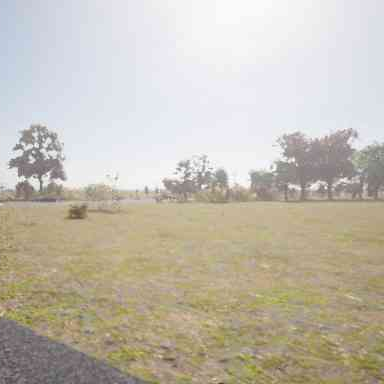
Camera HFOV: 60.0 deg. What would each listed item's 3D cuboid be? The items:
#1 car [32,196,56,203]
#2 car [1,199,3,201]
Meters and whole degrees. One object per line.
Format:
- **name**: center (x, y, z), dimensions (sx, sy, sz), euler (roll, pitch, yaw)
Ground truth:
- **car**: center (-32.134, 1.603, 72.245), dimensions (1.882, 1.535, 5.008), euler (0, 0, 34)
- **car**: center (-38.349, 1.615, 62.962), dimensions (1.812, 1.442, 4.674), euler (0, 0, 34)
